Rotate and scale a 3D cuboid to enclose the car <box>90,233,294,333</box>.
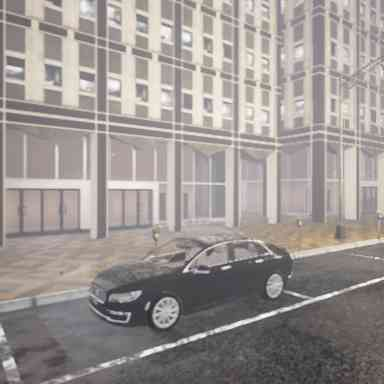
[{"bbox_3d":[0.204,1.550,6.702,4.403,1.369,2.008,0,0,-35],"label":"car"}]
